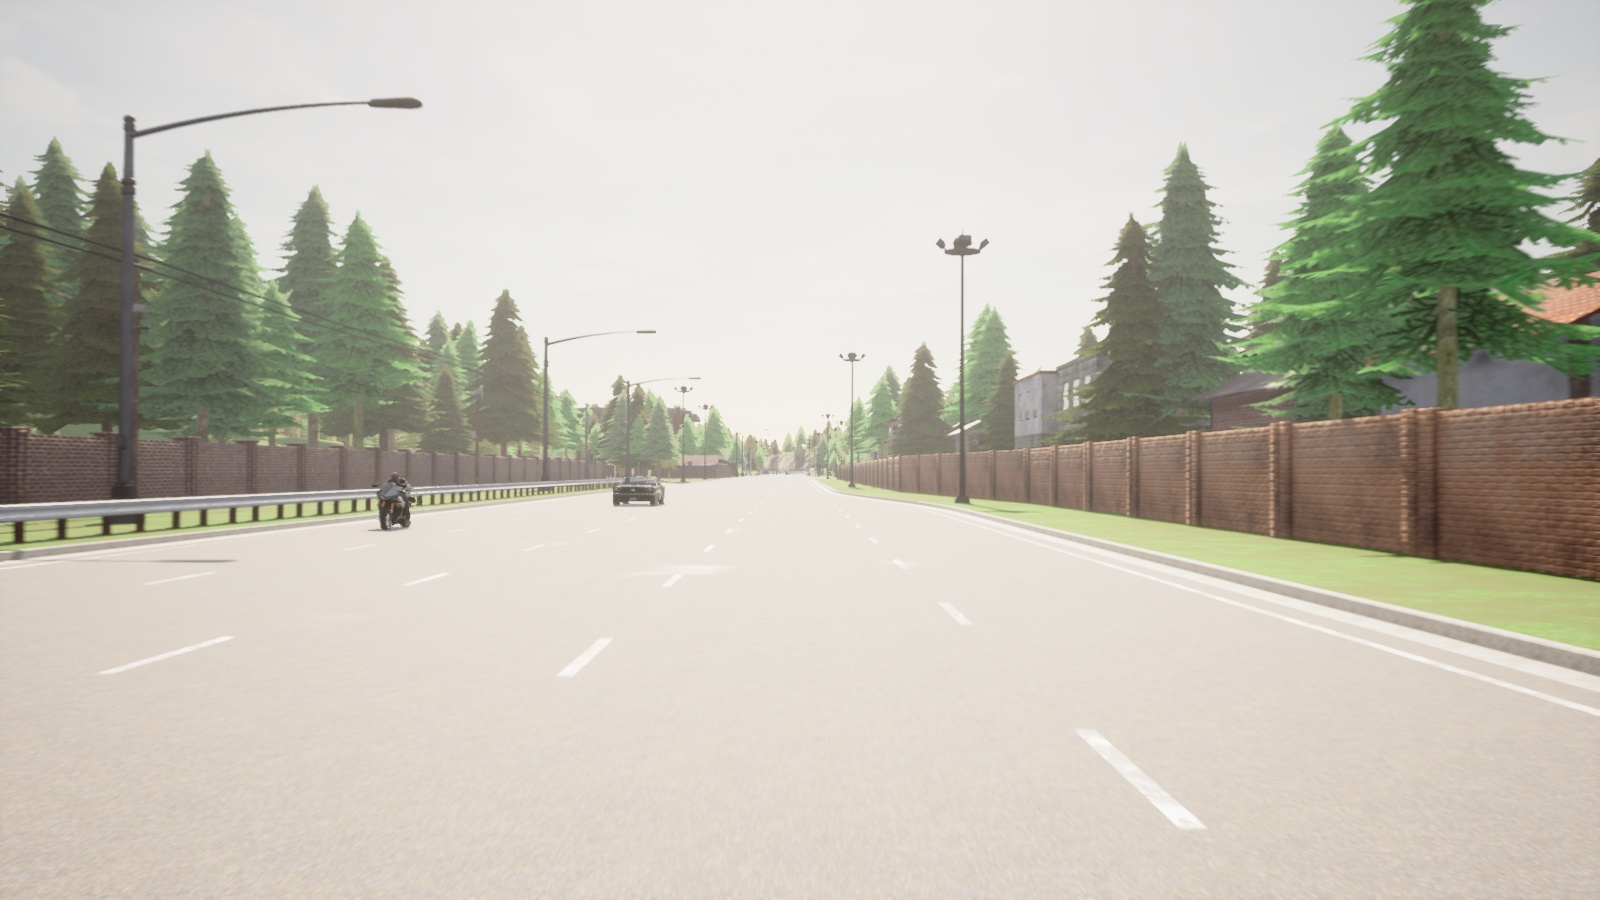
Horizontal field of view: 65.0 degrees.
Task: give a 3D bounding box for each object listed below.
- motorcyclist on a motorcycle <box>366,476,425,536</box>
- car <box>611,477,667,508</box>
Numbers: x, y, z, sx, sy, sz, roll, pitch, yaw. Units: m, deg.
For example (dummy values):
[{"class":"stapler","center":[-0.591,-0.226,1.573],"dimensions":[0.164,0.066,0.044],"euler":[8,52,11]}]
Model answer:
[{"class":"motorcyclist on a motorcycle","center":[-10.580,1.441,32.923],"dimensions":[0.866,1.530,2.191],"euler":[0,-1,0]},{"class":"car","center":[-7.136,1.876,55.899],"dimensions":[1.895,1.301,4.718],"euler":[0,-1,0]}]
